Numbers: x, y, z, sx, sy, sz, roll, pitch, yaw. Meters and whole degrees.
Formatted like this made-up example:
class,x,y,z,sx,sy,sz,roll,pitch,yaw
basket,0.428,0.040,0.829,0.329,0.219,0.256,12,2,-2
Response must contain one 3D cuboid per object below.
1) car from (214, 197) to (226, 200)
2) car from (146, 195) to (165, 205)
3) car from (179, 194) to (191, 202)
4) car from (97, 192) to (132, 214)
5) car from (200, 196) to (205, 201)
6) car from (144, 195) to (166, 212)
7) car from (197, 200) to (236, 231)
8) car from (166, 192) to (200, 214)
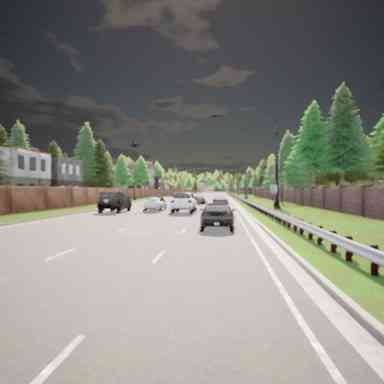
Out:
class,x,y,z,sx,sy,sz,roll,pitch,yaw
car,3.346,1.305,39.627,2.128,1.511,4.902,0,0,5
car,-5.874,1.218,53.967,2.128,1.511,4.902,0,0,5
car,-1.384,1.209,64.522,1.812,1.442,4.674,0,0,5
car,-7.748,1.036,33.654,2.150,2.045,5.566,0,-1,5
car,1.102,1.307,53.384,1.994,1.385,4.181,0,0,5
car,-3.986,1.340,36.344,1.812,1.442,4.674,0,0,5
car,1.510,1.410,19.735,1.837,1.490,4.892,0,0,5
car,-0.774,1.053,33.056,2.150,2.045,5.566,0,0,5
